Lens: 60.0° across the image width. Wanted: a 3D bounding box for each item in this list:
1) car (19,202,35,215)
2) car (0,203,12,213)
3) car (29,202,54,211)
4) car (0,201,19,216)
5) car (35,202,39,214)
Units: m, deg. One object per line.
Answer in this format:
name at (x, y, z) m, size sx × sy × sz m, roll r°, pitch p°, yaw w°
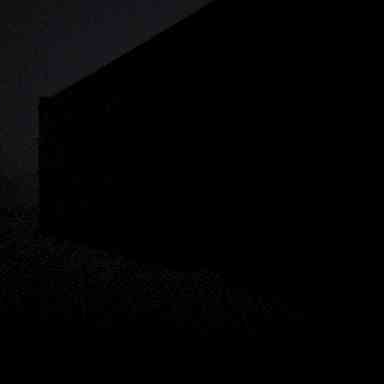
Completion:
car at (-25.481, 2.611, 47.504) m, size 4.792 × 1.488 × 2.163 m, roll 0°, pitch -2°, yaw 19°
car at (-35.076, 2.813, 59.416) m, size 5.366 × 1.575 × 1.946 m, roll 0°, pitch -2°, yaw 19°
car at (-31.682, 2.974, 70.048) m, size 4.553 × 1.767 × 2.185 m, roll 0°, pitch -1°, yaw 19°
car at (-26.374, 2.339, 44.873) m, size 4.553 × 1.767 × 2.185 m, roll 0°, pitch -2°, yaw 19°
car at (-24.638, 2.720, 50.160) m, size 4.792 × 1.488 × 2.163 m, roll 0°, pitch -2°, yaw 19°
